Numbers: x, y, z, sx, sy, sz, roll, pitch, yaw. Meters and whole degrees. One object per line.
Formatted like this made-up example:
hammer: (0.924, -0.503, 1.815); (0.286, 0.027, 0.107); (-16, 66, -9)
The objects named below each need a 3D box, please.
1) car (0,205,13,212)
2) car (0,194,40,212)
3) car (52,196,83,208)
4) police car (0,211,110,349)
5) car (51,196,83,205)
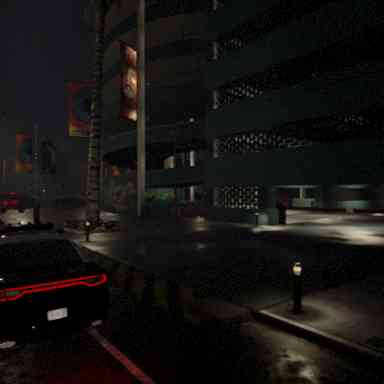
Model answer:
car: (-9.318, 1.479, 14.386); (1.882, 1.535, 5.008); (0, 0, -37)
car: (-18.923, 1.215, 36.683); (2.150, 2.045, 5.566); (0, 0, 0)
car: (-17.552, 1.451, 47.240); (1.882, 1.535, 5.008); (0, 0, 17)
police car: (-3.353, 1.423, 6.498); (1.930, 1.638, 5.238); (0, 0, -37)
car: (-22.771, 1.514, 60.745); (2.033, 1.411, 5.357); (0, 0, 31)
